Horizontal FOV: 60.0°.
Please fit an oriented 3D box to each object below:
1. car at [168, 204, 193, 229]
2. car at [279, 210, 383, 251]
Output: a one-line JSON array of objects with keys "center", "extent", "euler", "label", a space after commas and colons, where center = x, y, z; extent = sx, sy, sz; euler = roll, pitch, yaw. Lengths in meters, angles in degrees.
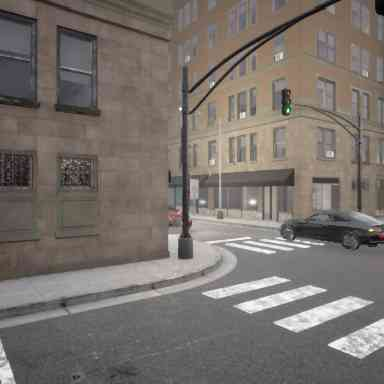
[{"center": [-1.868, 1.427, 19.848], "extent": [1.812, 1.442, 4.674], "euler": [0, 0, -36], "label": "car"}, {"center": [5.909, 1.483, 14.059], "extent": [1.812, 1.442, 4.674], "euler": [0, 0, -36], "label": "car"}]
